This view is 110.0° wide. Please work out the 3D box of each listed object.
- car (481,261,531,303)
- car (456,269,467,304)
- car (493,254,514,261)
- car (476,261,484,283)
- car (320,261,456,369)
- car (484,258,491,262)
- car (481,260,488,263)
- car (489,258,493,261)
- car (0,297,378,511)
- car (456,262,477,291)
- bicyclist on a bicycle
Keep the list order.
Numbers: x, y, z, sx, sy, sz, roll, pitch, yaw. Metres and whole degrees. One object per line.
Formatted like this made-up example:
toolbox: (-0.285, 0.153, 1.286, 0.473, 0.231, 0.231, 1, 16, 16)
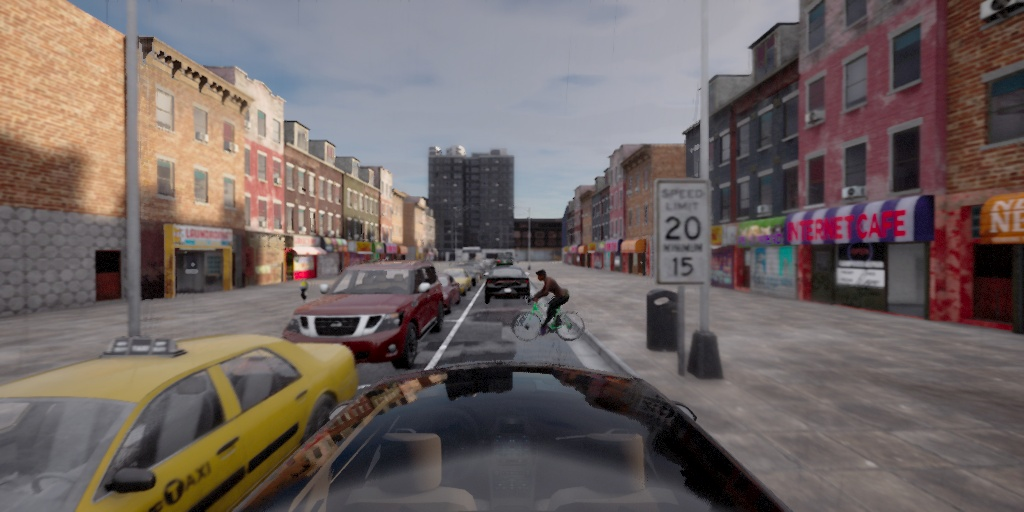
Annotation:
car: (-0.222, 1.180, 16.438, 1.882, 1.535, 5.008, 0, 0, -1)
car: (-2.887, 1.303, 13.385, 1.802, 1.307, 4.207, 0, 0, -1)
car: (-0.901, 0.832, 44.387, 2.150, 2.045, 5.566, 0, -1, -1)
car: (-3.151, 1.253, 24.285, 1.948, 1.339, 4.313, 0, 0, -1)
car: (-2.755, 1.053, 7.934, 2.192, 1.841, 5.009, 0, 0, -1)
car: (-3.415, 1.205, 35.186, 2.007, 1.370, 4.403, 0, 0, -1)
car: (-3.283, 1.237, 29.736, 1.948, 1.339, 4.313, 0, 0, -1)
car: (-3.810, 1.156, 51.538, 2.007, 1.370, 4.403, 0, 0, -1)
car: (-2.619, 1.281, 2.314, 1.751, 1.417, 4.829, 0, 0, -1)
car: (-3.015, 1.229, 18.665, 1.751, 1.417, 4.829, 0, 0, -1)
bicyclist on a bicycle: (0.820, 1.126, 8.090, 1.656, 1.620, 0.582, 0, 0, -1)
